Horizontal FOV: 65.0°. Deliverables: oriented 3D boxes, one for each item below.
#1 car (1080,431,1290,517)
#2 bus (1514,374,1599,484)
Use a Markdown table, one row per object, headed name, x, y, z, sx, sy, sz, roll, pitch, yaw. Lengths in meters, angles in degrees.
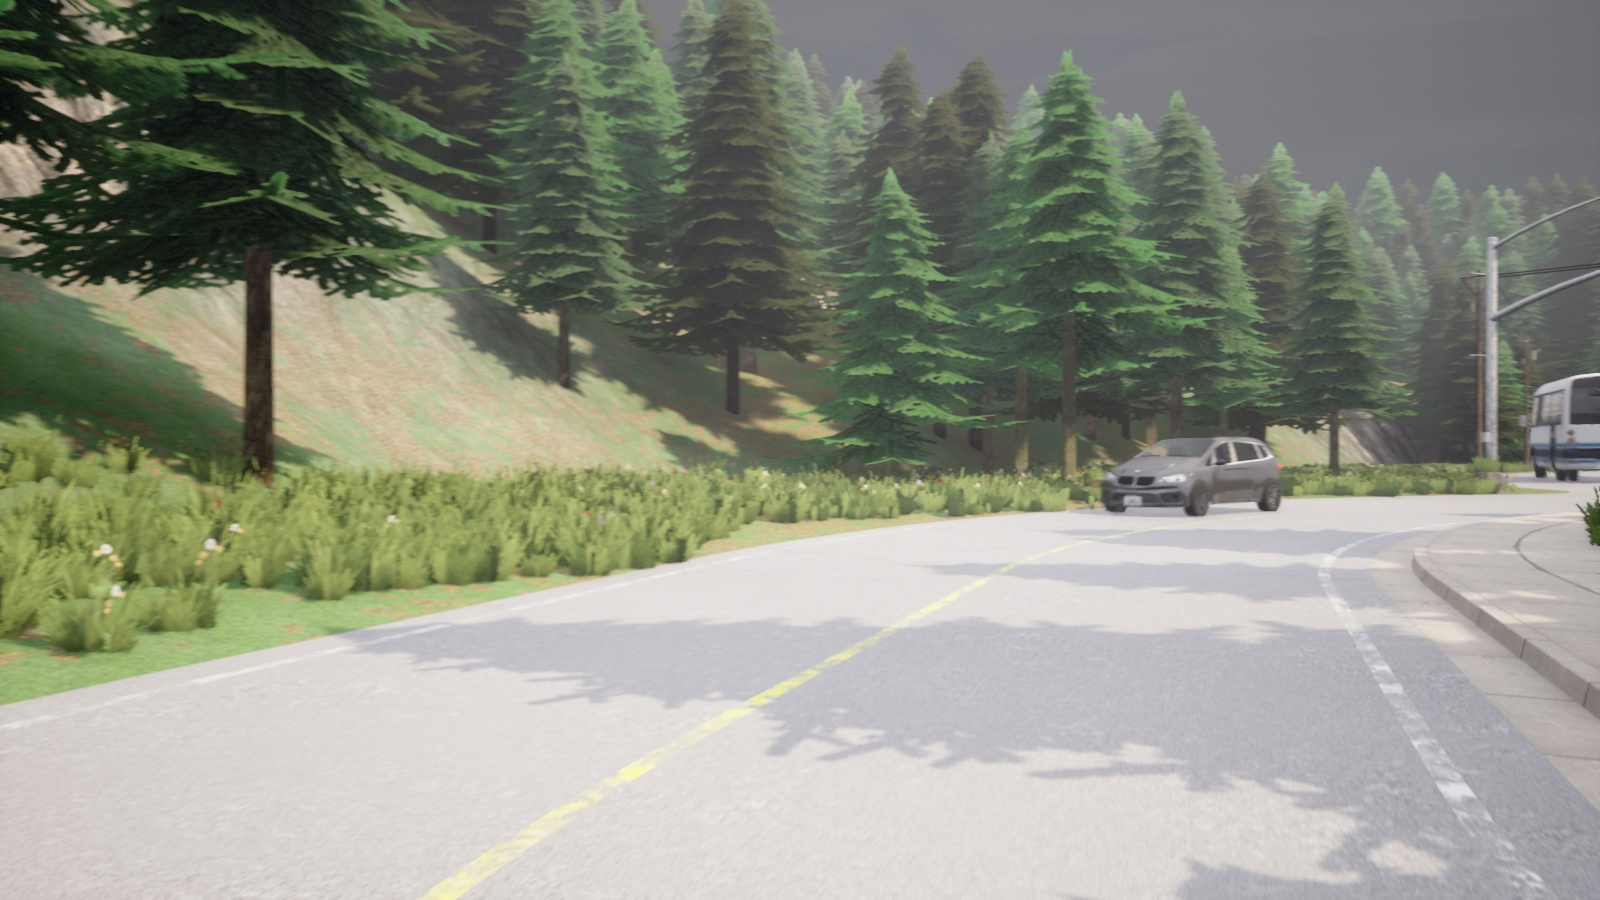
| name | x | y | z | sx | sy | sz | roll | pitch | yaw |
| --- | --- | --- | --- | --- | --- | --- | --- | --- | --- |
| car | 8.307 | 0.460 | 26.910 | 4.611 | 1.667 | 2.242 | 0 | 0 | -42 |
| bus | 33.103 | -0.818 | 53.116 | 3.944 | 4.253 | 10.273 | -1 | 0 | 24 |
